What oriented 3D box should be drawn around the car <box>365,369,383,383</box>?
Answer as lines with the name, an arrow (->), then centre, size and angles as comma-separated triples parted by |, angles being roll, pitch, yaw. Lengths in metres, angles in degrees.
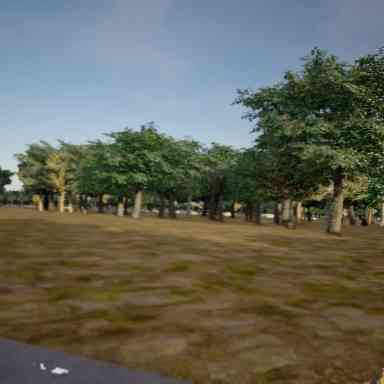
car -> 3.911, 1.743, 1.836 | 5.366, 1.575, 1.801 | 1, -4, 23
